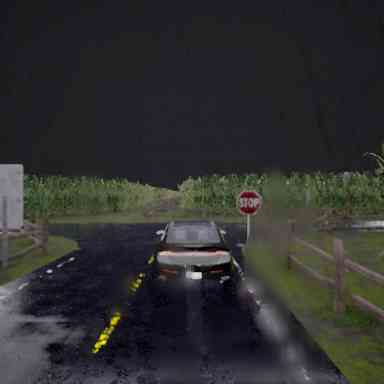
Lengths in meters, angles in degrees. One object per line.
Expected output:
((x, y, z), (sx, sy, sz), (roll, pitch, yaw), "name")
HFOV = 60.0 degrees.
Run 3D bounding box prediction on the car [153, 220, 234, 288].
((-0.010, 1.532, 9.339), (2.128, 1.511, 4.902), (0, 0, -1), "car")
